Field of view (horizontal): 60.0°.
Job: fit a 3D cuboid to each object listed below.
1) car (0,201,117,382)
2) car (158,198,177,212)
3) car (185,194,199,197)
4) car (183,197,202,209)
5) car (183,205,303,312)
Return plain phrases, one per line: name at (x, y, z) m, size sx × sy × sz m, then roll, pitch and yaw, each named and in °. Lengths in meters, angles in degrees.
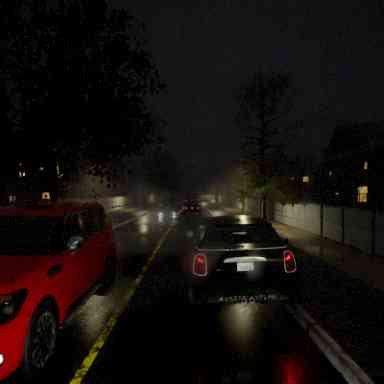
car at (-2.853, 1.224, 5.814) m, size 2.150 × 2.045 × 5.566 m, roll 0°, pitch 0°, yaw 0°
car at (-2.771, 1.533, 38.384) m, size 1.837 × 1.490 × 4.892 m, roll 0°, pitch 0°, yaw 0°
car at (0.007, 1.257, 44.618) m, size 2.150 × 2.045 × 5.566 m, roll 0°, pitch 0°, yaw 1°
car at (0.048, 1.571, 33.966) m, size 2.033 × 1.411 × 5.357 m, roll 0°, pitch 0°, yaw 1°
car at (0.927, 1.324, 7.887) m, size 2.097 × 1.767 × 4.553 m, roll -2°, pitch 0°, yaw 0°
